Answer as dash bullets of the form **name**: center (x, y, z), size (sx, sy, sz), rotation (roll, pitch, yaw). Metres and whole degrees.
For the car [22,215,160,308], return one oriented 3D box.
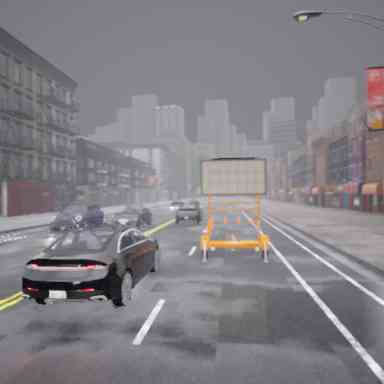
- **car**: center (-2.059, 1.565, 8.144), size (2.128, 1.511, 4.902), rotation (-1, 0, 6)

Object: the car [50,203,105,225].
- **car**: center (-7.349, 1.580, 21.792), size (2.097, 1.767, 4.553), rotation (-1, 0, 6)

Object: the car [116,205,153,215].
- **car**: center (-3.973, 1.685, 22.791), size (2.128, 1.511, 4.902), rotation (-1, 0, 6)

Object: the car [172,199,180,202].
- **car**: center (-2.839, 2.075, 63.533), size (1.895, 1.301, 4.718), rotation (-1, 0, 7)

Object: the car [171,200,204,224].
- **car**: center (-0.132, 1.663, 26.323), size (2.128, 1.511, 4.902), rotation (-1, 0, 6)

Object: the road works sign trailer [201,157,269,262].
- **road works sign trailer**: center (1.544, 0.521, 12.366), size (2.380, 3.560, 2.880), rotation (-1, 0, 6)
